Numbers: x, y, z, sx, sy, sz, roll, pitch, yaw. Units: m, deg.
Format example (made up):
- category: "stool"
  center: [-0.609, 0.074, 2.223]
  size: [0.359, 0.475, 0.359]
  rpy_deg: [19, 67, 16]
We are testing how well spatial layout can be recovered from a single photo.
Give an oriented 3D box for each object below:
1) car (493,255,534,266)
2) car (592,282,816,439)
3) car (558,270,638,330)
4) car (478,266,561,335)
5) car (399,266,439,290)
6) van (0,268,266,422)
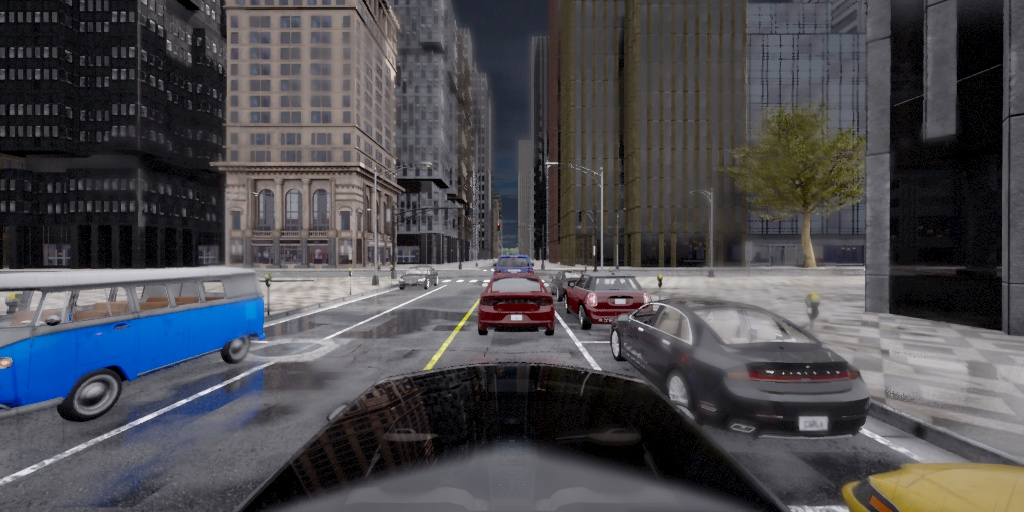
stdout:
- category: "car"
  center: [0.103, 0.967, 20.378]
  size: [2.150, 2.045, 5.566]
  rpy_deg: [0, 0, 0]
- category: "car"
  center: [2.769, 1.300, 5.467]
  size: [2.007, 1.370, 4.403]
  rpy_deg: [0, 0, 0]
- category: "car"
  center: [2.777, 1.188, 11.108]
  size: [1.967, 1.591, 4.097]
  rpy_deg: [0, 0, 0]
- category: "car"
  center: [0.106, 1.226, 10.494]
  size: [1.882, 1.535, 5.008]
  rpy_deg: [0, 0, 0]
- category: "car"
  center: [-5.732, 1.296, 22.401]
  size: [2.007, 1.370, 4.403]
  rpy_deg: [0, 0, 0]
- category: "van"
  center: [-5.756, 1.090, 5.478]
  size: [1.690, 1.789, 3.998]
  rpy_deg: [0, 0, 0]
